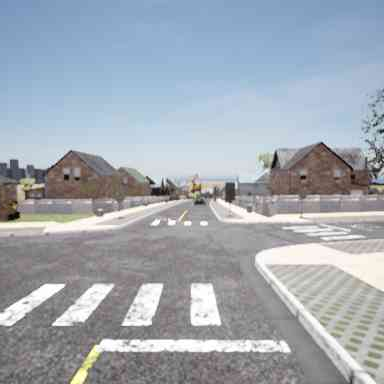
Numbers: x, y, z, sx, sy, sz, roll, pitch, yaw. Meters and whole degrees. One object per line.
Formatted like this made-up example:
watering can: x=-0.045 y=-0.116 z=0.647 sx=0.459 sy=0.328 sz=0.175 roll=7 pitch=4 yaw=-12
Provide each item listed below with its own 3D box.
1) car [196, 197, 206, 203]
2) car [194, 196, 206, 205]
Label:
car: x=1.974 y=1.707 z=72.516 sx=2.033 sy=1.411 sz=5.357 roll=0 pitch=0 yaw=3
car: x=1.499 y=1.590 z=62.490 sx=2.097 sy=1.767 sz=4.553 roll=0 pitch=0 yaw=3
